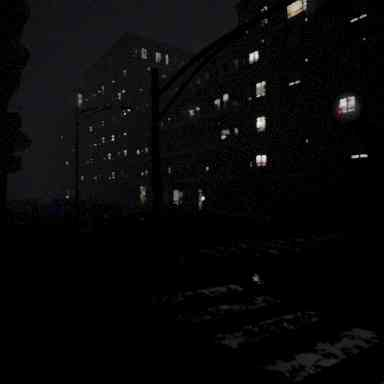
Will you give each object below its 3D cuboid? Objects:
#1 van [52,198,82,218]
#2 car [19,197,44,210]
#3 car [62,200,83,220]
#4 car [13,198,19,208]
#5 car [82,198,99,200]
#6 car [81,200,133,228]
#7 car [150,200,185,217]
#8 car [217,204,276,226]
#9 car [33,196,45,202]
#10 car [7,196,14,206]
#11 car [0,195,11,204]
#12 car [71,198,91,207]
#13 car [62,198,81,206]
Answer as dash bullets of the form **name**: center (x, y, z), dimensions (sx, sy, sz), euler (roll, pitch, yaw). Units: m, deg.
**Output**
- **van**: center (-12.560, 1.532, 32.743), dimensions (1.690, 1.788, 3.998), euler (-1, 0, -36)
- **car**: center (-22.216, 1.677, 46.249), dimensions (1.967, 1.590, 4.097), euler (-1, 0, -36)
- **car**: center (-9.240, 1.702, 28.104), dimensions (1.752, 1.417, 4.829), euler (-1, 0, -36)
- **car**: center (-25.434, 1.818, 50.751), dimensions (1.947, 1.339, 4.313), euler (-1, 0, -36)
- **car**: center (-15.399, 1.600, 51.122), dimensions (1.967, 1.590, 4.097), euler (-1, 0, -36)
- **car**: center (-6.121, 1.603, 23.741), dimensions (1.967, 1.590, 4.097), euler (-1, 0, -36)
- **car**: center (-2.523, 1.540, 33.116), dimensions (1.967, 1.590, 4.097), euler (-1, 0, -36)
- **car**: center (3.817, 1.597, 24.252), dimensions (1.752, 1.417, 4.829), euler (-1, 0, -36)
- **car**: center (-37.932, 1.824, 82.636), dimensions (1.887, 1.381, 4.507), euler (-1, 0, -36)
- **car**: center (-31.872, 1.831, 59.755), dimensions (1.887, 1.381, 4.507), euler (-1, 0, -36)
- **car**: center (-41.533, 1.654, 73.259), dimensions (2.192, 1.841, 5.009), euler (-1, 0, -36)
- **car**: center (-18.617, 1.741, 55.625), dimensions (1.947, 1.339, 4.313), euler (-1, 0, -36)
- **car**: center (-21.837, 1.743, 60.127), dimensions (2.008, 1.369, 4.403), euler (-1, 0, -36)
